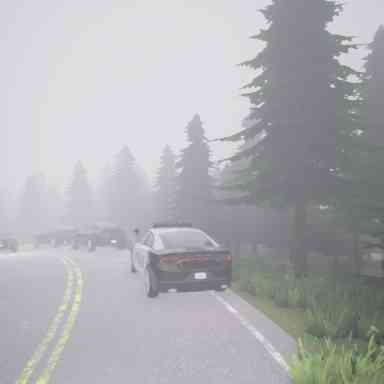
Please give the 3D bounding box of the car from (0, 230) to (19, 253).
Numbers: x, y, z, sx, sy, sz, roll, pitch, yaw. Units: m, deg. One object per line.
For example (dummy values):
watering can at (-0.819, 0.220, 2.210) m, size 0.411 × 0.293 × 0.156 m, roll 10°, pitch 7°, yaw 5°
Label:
car at (-11.735, 2.923, 19.438) m, size 1.994 × 1.385 × 4.181 m, roll 2°, pitch -8°, yaw -45°

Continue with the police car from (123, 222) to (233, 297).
police car at (-0.598, 1.667, 9.422) m, size 1.930 × 1.638 × 5.238 m, roll 1°, pitch -3°, yaw -18°

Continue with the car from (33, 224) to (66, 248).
car at (-9.651, 3.101, 23.822) m, size 5.008 × 1.535 × 1.882 m, roll -8°, pitch -7°, yaw 43°

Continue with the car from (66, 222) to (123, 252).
car at (-5.397, 2.504, 18.950) m, size 1.837 × 1.490 × 4.892 m, roll 1°, pitch -6°, yaw -36°
